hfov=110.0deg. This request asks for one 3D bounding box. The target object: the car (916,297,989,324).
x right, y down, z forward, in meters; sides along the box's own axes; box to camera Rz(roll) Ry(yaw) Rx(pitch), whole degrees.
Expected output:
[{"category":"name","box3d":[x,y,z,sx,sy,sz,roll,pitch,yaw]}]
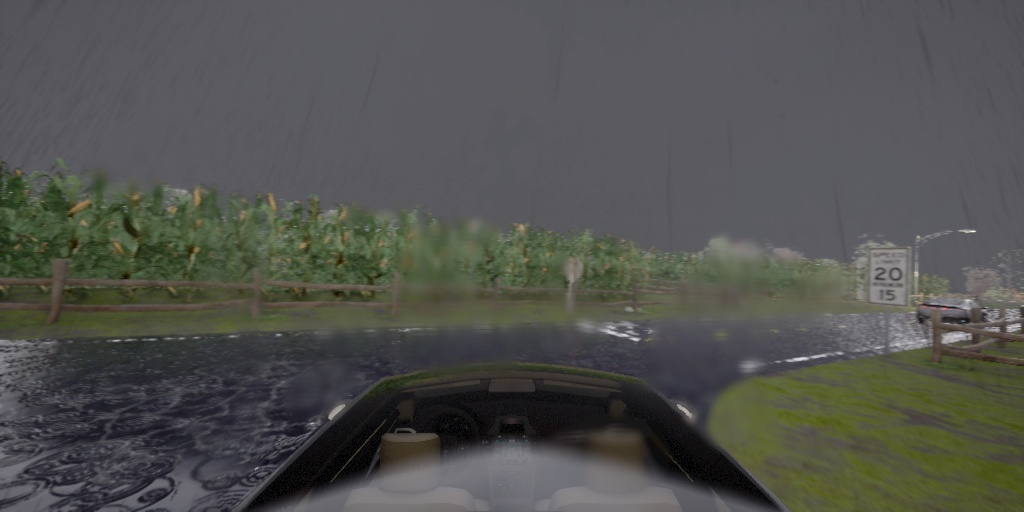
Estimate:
[{"category":"car","box3d":[23.723,3.016,19.306,4.902,1.511,2.128,4,-2,-28]}]
